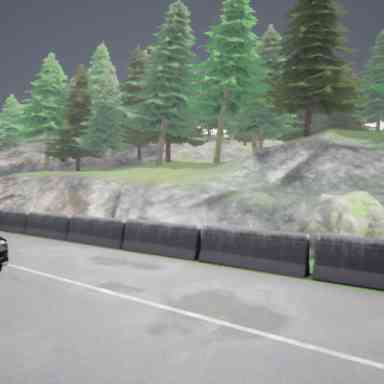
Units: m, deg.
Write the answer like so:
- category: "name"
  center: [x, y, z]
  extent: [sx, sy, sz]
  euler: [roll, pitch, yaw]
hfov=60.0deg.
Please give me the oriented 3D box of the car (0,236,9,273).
- category: "car"
  center: [-6.738, 1.403, 8.782]
  extent: [4.902, 1.511, 2.128]
  euler: [1, 0, 35]
